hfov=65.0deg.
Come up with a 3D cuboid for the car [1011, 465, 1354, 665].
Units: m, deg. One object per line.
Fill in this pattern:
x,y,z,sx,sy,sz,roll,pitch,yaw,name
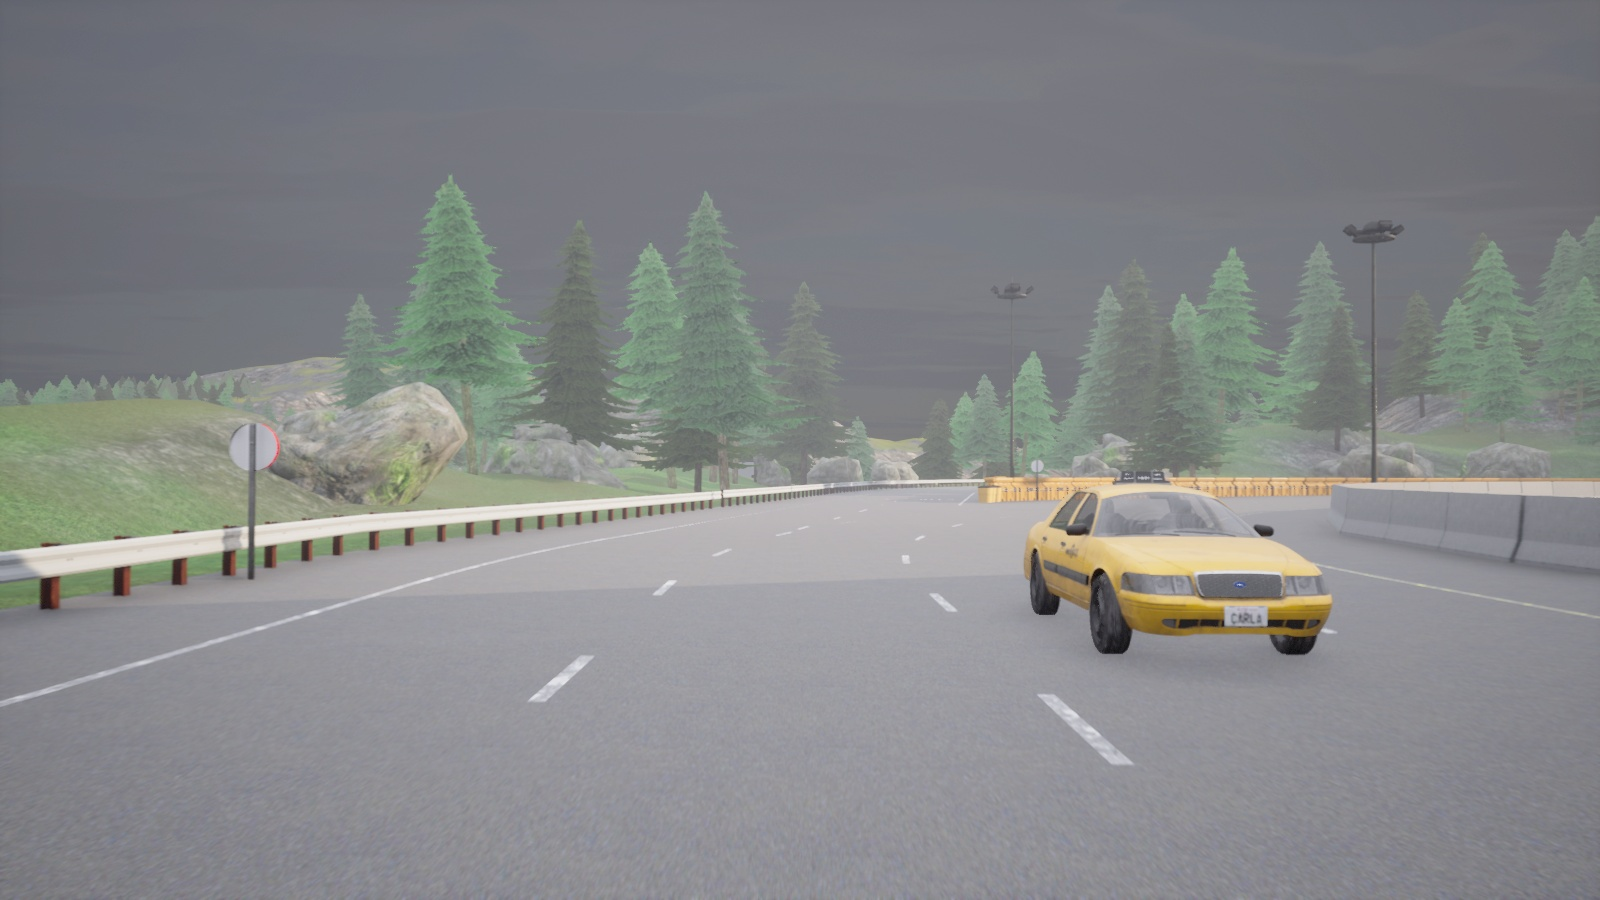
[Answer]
3.471,0.951,12.611,1.801,1.575,5.366,0,-1,0,car
